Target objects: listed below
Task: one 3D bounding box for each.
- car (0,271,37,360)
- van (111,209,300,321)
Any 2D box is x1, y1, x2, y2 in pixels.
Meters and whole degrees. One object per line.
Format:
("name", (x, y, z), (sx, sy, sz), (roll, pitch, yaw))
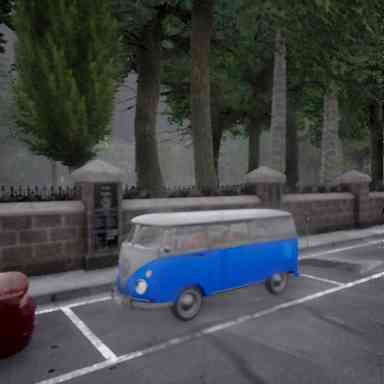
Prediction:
("car", (-4.158, 1.563, 3.573), (4.507, 1.381, 1.887), (-1, 0, -35))
("van", (0.450, 1.278, 6.849), (3.998, 1.788, 1.690), (-1, 0, -35))
